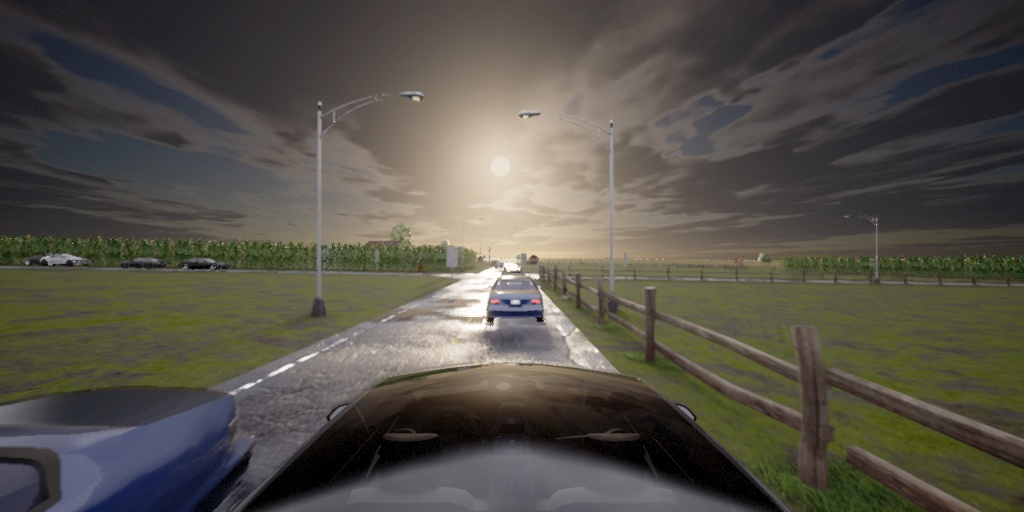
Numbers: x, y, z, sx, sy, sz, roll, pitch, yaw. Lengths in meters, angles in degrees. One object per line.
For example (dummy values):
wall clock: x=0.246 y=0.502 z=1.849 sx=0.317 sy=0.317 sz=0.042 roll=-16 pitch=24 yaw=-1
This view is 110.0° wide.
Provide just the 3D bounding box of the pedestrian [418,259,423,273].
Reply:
pedestrian: x=-12.186 y=1.286 z=47.642 sx=0.375 sy=1.860 sz=0.375 roll=0 pitch=-2 yaw=0

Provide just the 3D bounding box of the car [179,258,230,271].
car: x=-35.553 y=0.958 z=41.602 sx=5.008 sy=1.535 sz=1.882 roll=1 pitch=-1 yaw=0

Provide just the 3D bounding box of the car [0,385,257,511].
car: x=-2.853 y=1.285 z=0.303 sx=2.033 sy=1.411 sz=5.357 roll=0 pitch=-1 yaw=0

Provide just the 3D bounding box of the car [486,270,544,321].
car: x=0.096 y=1.394 z=12.811 sx=2.033 sy=1.411 sz=5.357 roll=0 pitch=0 yaw=0

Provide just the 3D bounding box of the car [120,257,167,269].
car: x=-45.628 y=0.882 z=44.443 sx=4.674 sy=1.442 sz=1.812 roll=1 pitch=-1 yaw=0

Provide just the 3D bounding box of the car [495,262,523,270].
car: x=0.089 y=1.463 z=27.154 sx=2.128 sy=1.511 sz=4.902 roll=0 pitch=-1 yaw=0
